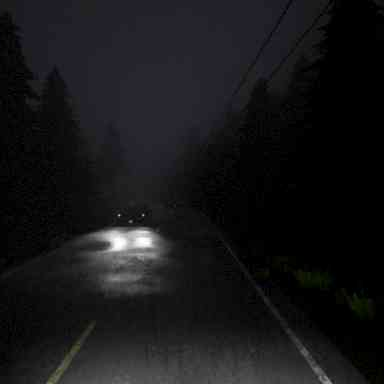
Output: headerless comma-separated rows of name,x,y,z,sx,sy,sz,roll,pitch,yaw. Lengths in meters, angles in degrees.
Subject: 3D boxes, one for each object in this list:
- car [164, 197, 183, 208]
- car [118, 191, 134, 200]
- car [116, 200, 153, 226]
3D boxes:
car,-2.450,1.333,41.842,1.895,1.301,4.718,0,0,-11
car,-12.403,0.832,62.244,2.150,2.045,5.566,0,0,-24
car,-3.720,1.461,22.130,1.895,1.301,4.718,0,0,-2
